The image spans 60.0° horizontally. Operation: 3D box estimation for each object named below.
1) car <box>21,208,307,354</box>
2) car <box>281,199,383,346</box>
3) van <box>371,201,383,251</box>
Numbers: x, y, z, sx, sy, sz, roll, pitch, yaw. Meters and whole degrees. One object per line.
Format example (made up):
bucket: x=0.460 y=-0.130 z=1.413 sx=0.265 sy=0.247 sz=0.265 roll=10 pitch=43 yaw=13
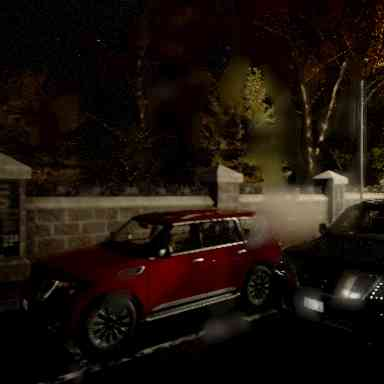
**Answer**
car: x=-0.366 y=1.292 z=6.290 sx=5.009 sy=1.841 sz=2.192 roll=-1 pitch=1 yaw=-36
car: x=3.914 y=1.172 z=6.179 sx=5.566 sy=2.045 sz=2.150 roll=-1 pitch=0 yaw=-36
van: x=8.770 y=1.233 z=12.817 sx=3.998 sy=1.788 sz=1.690 roll=-1 pitch=1 yaw=-36
